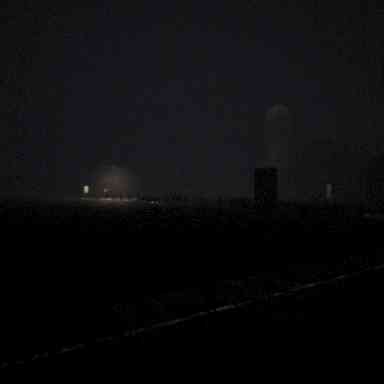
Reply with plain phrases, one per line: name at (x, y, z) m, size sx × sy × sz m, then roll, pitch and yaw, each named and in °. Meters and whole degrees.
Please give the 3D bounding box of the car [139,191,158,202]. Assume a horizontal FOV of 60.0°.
car at (-7.936, 1.108, 62.046) m, size 2.033 × 1.411 × 5.357 m, roll 0°, pitch 1°, yaw -35°

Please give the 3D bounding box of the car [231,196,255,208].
car at (6.926, 1.312, 41.297) m, size 1.837 × 1.490 × 4.892 m, roll 0°, pitch 1°, yaw -36°

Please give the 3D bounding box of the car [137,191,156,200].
car at (-9.497, 0.703, 68.936) m, size 2.097 × 1.767 × 4.553 m, roll 0°, pitch 1°, yaw -36°

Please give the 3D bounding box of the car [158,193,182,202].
car at (-3.718, 0.930, 60.991) m, size 2.097 × 1.767 × 4.553 m, roll 0°, pitch 1°, yaw -35°
